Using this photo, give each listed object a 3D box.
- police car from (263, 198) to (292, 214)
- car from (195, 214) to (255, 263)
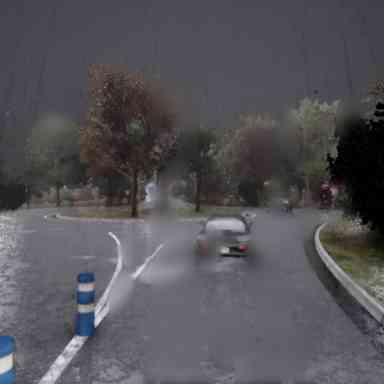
[{"bbox_3d":[9.249,1.468,36.291,1.930,1.638,5.238,1,0,-3],"label":"police car"},{"bbox_3d":[1.215,1.490,11.730,1.812,1.442,4.674,0,0,8],"label":"car"}]
